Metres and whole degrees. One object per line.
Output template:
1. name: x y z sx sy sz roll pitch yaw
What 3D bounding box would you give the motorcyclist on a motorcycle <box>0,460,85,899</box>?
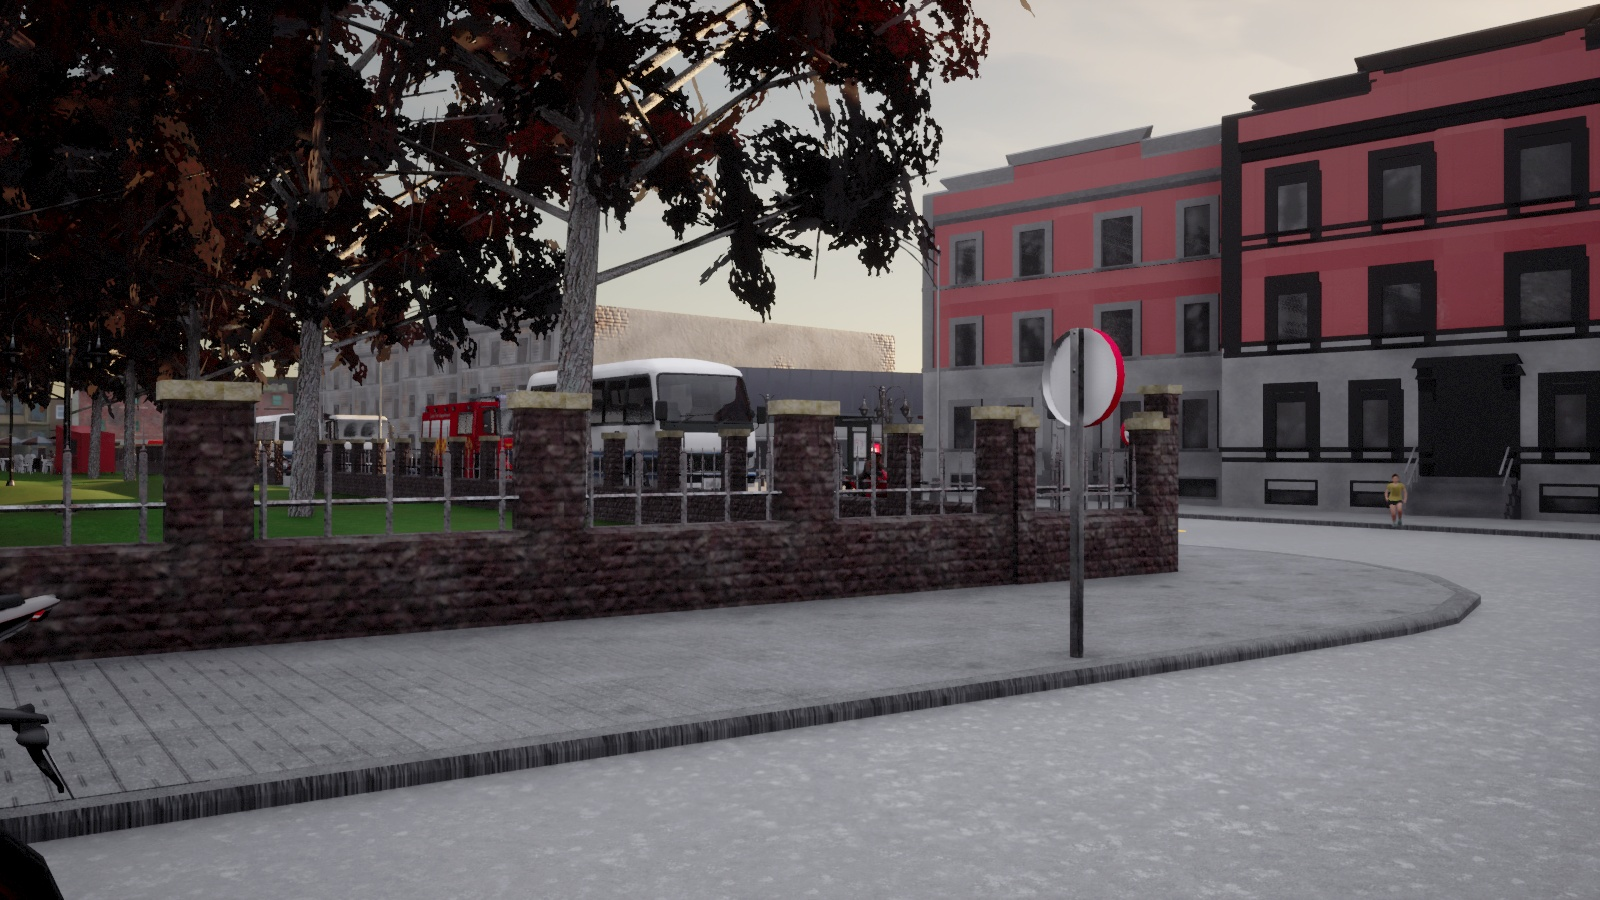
1. motorcyclist on a motorcycle: -2.687 0.791 2.423 2.191 1.530 0.866 0 0 -36

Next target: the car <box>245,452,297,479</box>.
1. car: -33.411 0.939 79.190 2.033 1.649 4.856 0 0 -35

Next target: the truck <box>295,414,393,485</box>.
1. truck: -23.914 -0.026 65.594 2.891 3.462 7.936 0 0 -35

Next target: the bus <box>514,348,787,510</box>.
1. bus: -4.915 -0.527 38.321 3.944 4.253 10.273 0 0 -34

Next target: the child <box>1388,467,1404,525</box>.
1. child: 11.587 0.884 24.396 0.255 1.110 0.394 0 0 28

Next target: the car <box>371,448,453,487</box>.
1. car: -17.433 0.764 56.298 2.242 1.667 4.611 0 0 -35

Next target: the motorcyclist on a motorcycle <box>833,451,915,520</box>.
1. motorcyclist on a motorcycle: 1.688 0.794 28.856 0.797 1.523 2.044 0 0 -35

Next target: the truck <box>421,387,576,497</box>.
1. truck: -11.704 -0.277 48.073 2.891 3.827 8.468 0 0 -35
